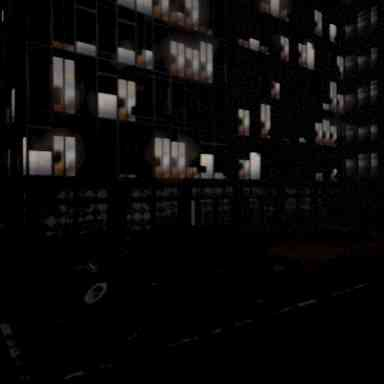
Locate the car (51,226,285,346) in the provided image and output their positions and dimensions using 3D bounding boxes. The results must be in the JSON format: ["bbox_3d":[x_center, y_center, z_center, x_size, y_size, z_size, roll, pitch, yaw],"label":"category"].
[{"bbox_3d":[-0.429,1.444,6.262,4.097,1.590,1.967,0,-1,-35],"label":"car"}]

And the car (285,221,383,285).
[{"bbox_3d":[4.062,1.535,9.462,4.829,1.417,1.752,0,-1,-35],"label":"car"}]
